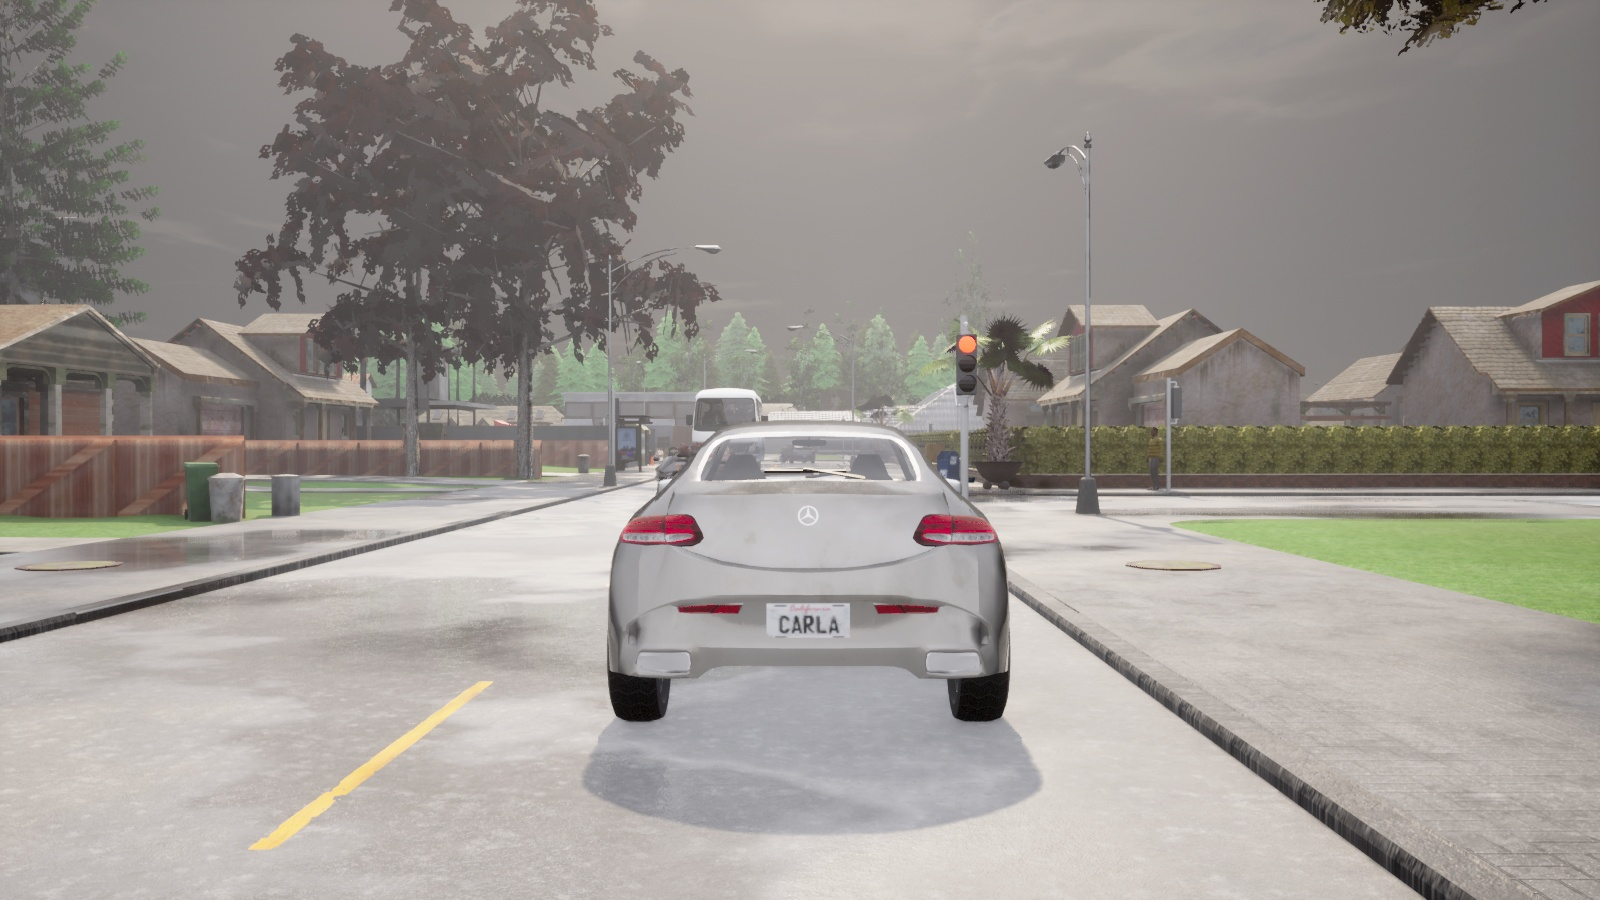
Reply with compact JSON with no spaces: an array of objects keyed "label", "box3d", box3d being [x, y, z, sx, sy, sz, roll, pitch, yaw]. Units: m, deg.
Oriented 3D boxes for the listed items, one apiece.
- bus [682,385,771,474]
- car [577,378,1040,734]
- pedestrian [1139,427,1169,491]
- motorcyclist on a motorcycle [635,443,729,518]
[{"label":"bus","box3d":[-3.622,-1.001,65.183,3.944,4.253,10.273,0,0,0]},{"label":"car","box3d":[0.062,0.478,8.355,2.152,1.651,5.027,0,0,1]},{"label":"pedestrian","box3d":[10.225,0.260,36.252,0.709,1.840,0.431,0,0,-14]},{"label":"motorcyclist on a motorcycle","box3d":[-2.523,0.626,27.113,0.866,1.530,2.191,1,1,31]}]
